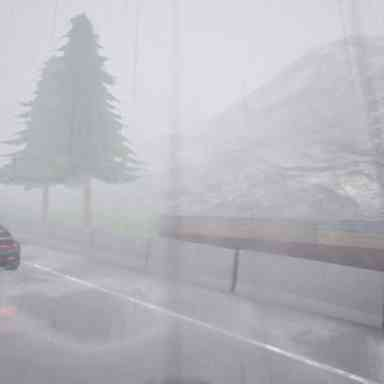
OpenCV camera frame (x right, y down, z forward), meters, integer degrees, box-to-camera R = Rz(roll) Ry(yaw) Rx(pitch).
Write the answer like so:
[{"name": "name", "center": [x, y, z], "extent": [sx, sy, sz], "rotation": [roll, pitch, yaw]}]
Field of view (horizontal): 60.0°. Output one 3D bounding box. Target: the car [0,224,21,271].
[{"name": "car", "center": [-7.232, 1.683, 10.816], "extent": [4.892, 1.490, 1.837], "rotation": [1, -2, 43]}]
